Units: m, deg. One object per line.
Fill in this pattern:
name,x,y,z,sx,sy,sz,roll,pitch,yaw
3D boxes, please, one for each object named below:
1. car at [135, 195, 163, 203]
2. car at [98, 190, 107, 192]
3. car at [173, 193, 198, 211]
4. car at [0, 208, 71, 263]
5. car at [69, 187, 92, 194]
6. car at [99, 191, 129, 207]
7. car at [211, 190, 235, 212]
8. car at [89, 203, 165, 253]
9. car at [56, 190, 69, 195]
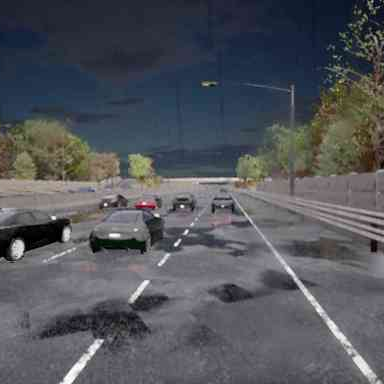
car,-3.999,0.945,31.306,1.994,1.385,4.181,0,1,5
car,-18.196,0.271,68.120,2.033,1.411,5.357,0,1,5
car,-0.585,0.895,30.251,1.837,1.490,4.892,0,1,5
car,-5.898,1.264,11.256,1.882,1.535,5.008,0,1,5
car,-21.854,-0.004,66.623,2.150,2.045,5.566,0,1,5
car,-7.461,0.906,31.911,1.812,1.442,4.674,0,1,5
car,2.738,0.890,29.289,2.128,1.511,4.902,0,1,5
car,-2.259,1.312,12.567,1.994,1.385,4.181,0,1,5
car,-25.334,0.315,66.988,2.033,1.411,5.357,0,1,5
